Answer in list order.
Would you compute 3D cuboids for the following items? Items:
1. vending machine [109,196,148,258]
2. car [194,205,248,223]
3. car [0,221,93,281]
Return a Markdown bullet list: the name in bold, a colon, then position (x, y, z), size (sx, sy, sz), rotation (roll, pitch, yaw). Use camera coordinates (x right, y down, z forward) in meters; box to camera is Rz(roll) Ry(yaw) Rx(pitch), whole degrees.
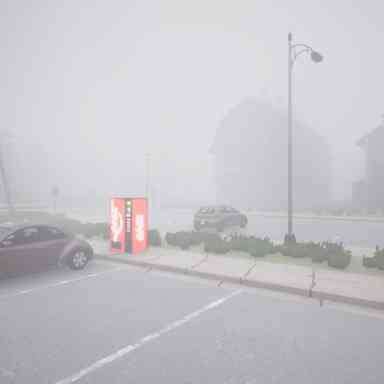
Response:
- **vending machine**: position (-2.267, 1.195, 11.933), size (0.880, 2.100, 1.100), rotation (0, 0, 35)
- **car**: position (1.793, 1.506, 20.096), size (1.816, 1.474, 4.193), rotation (0, 0, 36)
- **car**: position (-4.678, 1.521, 8.913), size (1.784, 1.438, 3.905), rotation (0, 0, 36)
